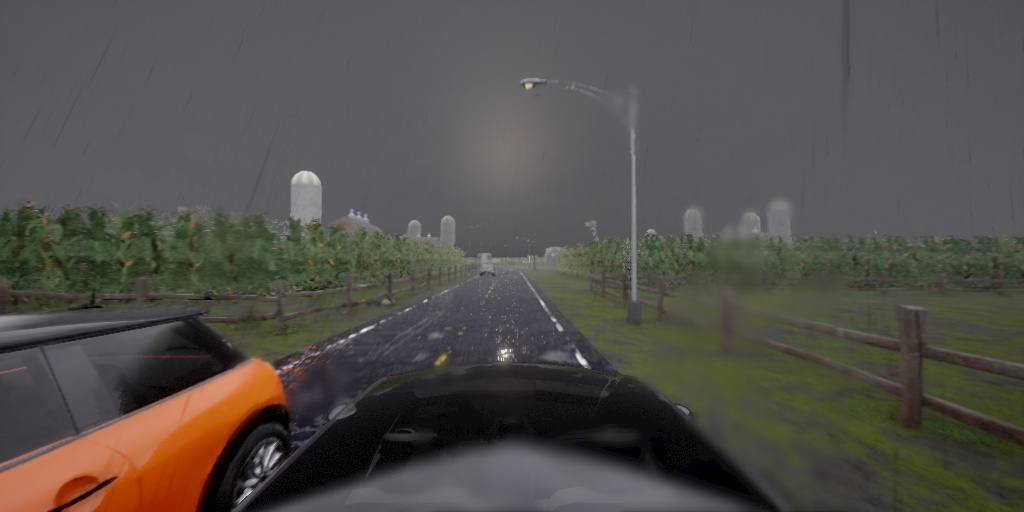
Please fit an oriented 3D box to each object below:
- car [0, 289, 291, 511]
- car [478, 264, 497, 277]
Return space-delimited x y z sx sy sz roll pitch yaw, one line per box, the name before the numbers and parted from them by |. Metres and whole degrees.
car | -2.850 1.096 1.011 2.097 1.767 4.553 0 -1 0
car | -2.830 1.672 42.506 1.837 1.490 4.892 0 0 0
